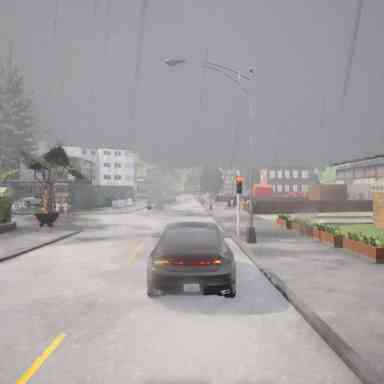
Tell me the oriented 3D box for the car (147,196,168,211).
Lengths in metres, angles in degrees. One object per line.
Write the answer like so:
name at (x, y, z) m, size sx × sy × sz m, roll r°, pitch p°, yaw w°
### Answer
car at (-4.442, 1.492, 40.967) m, size 2.128 × 1.511 × 4.902 m, roll 0°, pitch 0°, yaw 0°

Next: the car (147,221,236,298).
car at (-0.008, 1.505, 8.495) m, size 1.837 × 1.490 × 4.892 m, roll 0°, pitch 0°, yaw 0°

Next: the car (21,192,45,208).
car at (-20.111, 0.986, 42.178) m, size 1.905 × 1.878 × 3.866 m, roll 0°, pitch 0°, yaw 35°

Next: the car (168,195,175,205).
car at (-4.572, 1.477, 59.069) m, size 1.882 × 1.535 × 5.008 m, roll 0°, pitch 0°, yaw 0°

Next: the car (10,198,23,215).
car at (-18.332, 1.526, 30.037) m, size 4.674 × 1.442 × 1.812 m, roll 0°, pitch 0°, yaw 1°
